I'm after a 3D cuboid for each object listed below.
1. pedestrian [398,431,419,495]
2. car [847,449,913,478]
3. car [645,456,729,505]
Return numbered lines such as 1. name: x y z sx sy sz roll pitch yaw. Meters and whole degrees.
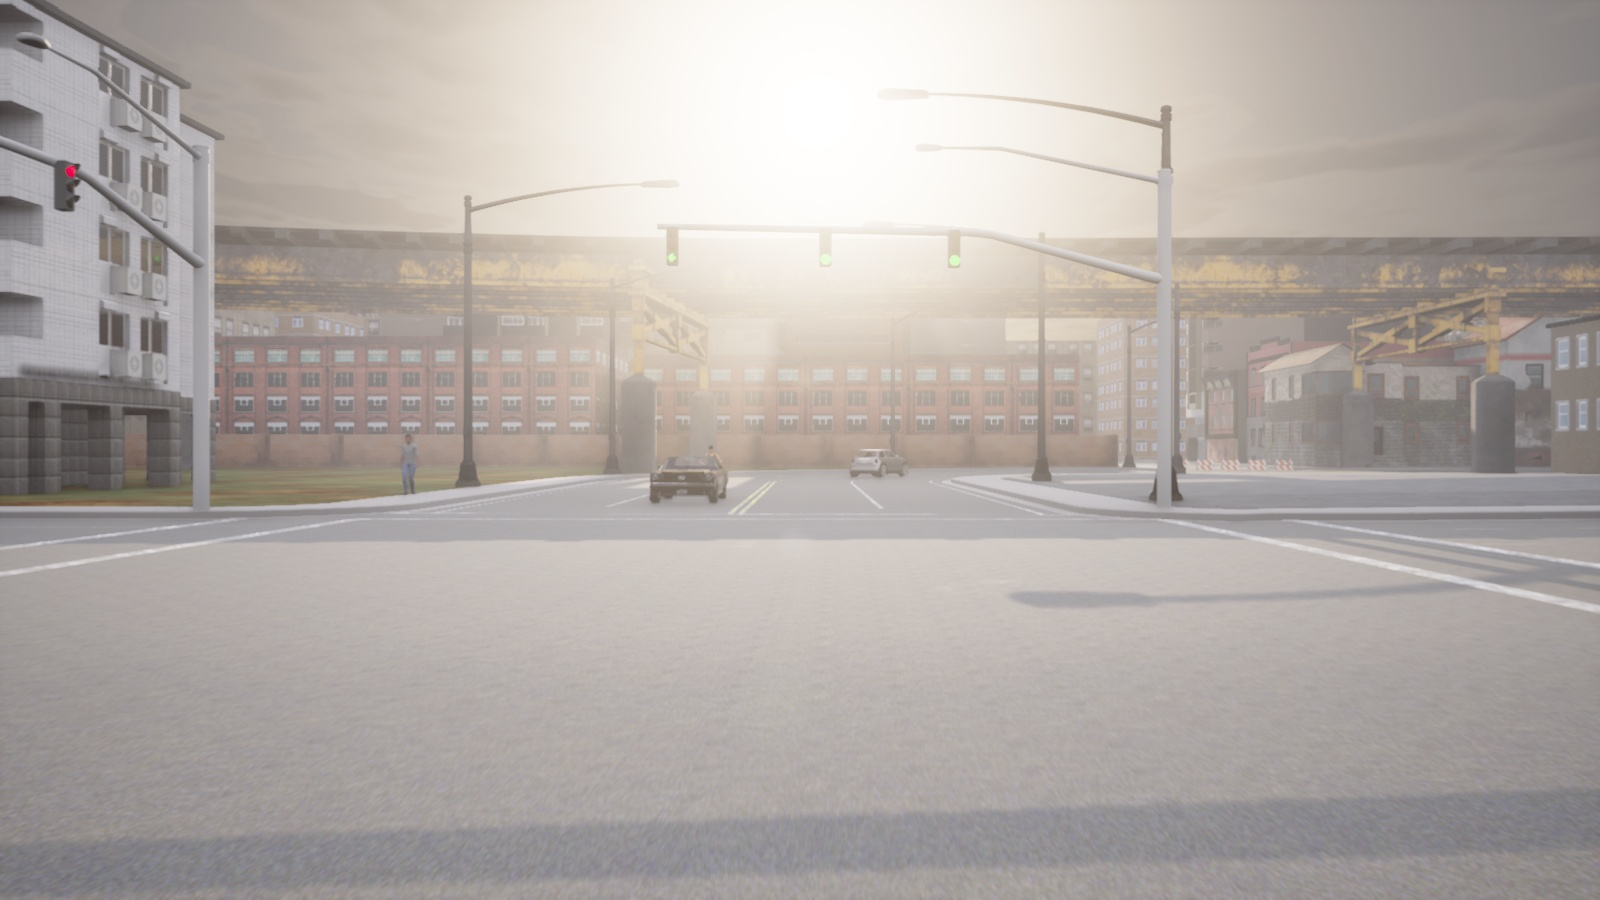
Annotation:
1. pedestrian: -11.318 0.369 36.292 0.354 1.836 0.706 0 0 3
2. car: 4.280 0.687 66.607 1.970 1.475 3.806 0 0 31
3. car: -3.156 0.826 36.070 1.895 1.301 4.718 0 0 1
